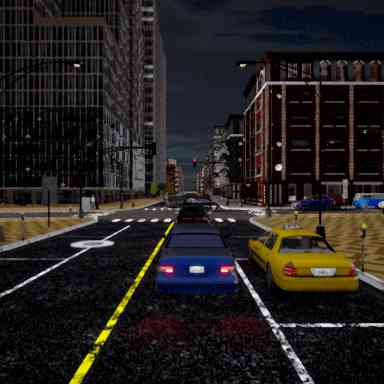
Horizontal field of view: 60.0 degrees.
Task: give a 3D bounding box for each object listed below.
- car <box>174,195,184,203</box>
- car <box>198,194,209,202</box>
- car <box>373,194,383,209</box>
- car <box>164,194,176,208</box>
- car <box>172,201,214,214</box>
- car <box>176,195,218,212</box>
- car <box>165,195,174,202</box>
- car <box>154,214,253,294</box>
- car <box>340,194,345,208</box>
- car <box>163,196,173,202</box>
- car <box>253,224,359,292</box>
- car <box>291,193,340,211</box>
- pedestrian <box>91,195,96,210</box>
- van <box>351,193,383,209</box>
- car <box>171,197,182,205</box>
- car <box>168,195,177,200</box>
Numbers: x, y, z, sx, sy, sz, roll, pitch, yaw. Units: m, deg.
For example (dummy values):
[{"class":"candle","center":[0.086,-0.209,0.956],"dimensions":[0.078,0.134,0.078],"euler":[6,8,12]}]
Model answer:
[{"class":"car","center":[-2.782,1.525,72.659],"dimensions":[2.128,1.511,4.902],"euler":[0,0,0]},{"class":"car","center":[2.532,1.315,74.630],"dimensions":[2.192,1.841,5.009],"euler":[0,0,0]},{"class":"car","center":[23.072,1.211,36.628],"dimensions":[4.674,1.442,1.812],"euler":[-1,0,0]},{"class":"car","center":[-2.816,1.351,49.200],"dimensions":[2.097,1.767,4.553],"euler":[0,0,-1]},{"class":"car","center":[0.075,1.503,18.687],"dimensions":[1.837,1.490,4.892],"euler":[0,0,0]},{"class":"car","center":[0.818,1.458,37.111],"dimensions":[2.128,1.511,4.902],"euler":[-1,0,-40]},{"class":"car","center":[-5.351,1.545,80.220],"dimensions":[1.887,1.381,4.507],"euler":[0,0,0]},{"class":"car","center":[0.093,1.547,8.945],"dimensions":[2.033,1.411,5.357],"euler":[0,0,0]},{"class":"car","center":[15.297,1.092,38.994],"dimensions":[5.009,1.841,2.192],"euler":[-1,1,-1]},{"class":"car","center":[-5.348,1.551,74.627],"dimensions":[2.008,1.369,4.403],"euler":[0,0,0]},{"class":"car","center":[2.560,1.525,8.798],"dimensions":[1.752,1.417,4.829],"euler":[0,0,0]},{"class":"car","center":[13.270,1.160,36.492],"dimensions":[4.553,1.767,2.097],"euler":[-1,0,-1]},{"class":"pedestrian","center":[-12.366,1.268,41.628],"dimensions":[0.375,1.860,0.375],"euler":[0,1,-1]},{"class":"van","center":[20.953,1.048,39.056],"dimensions":[3.998,1.788,1.690],"euler":[-1,1,-1]},{"class":"car","center":[-2.842,1.564,61.848],"dimensions":[1.994,1.385,4.181],"euler":[0,0,0]},{"class":"car","center":[-5.355,1.552,91.406],"dimensions":[2.008,1.369,4.403],"euler":[0,0,0]}]
